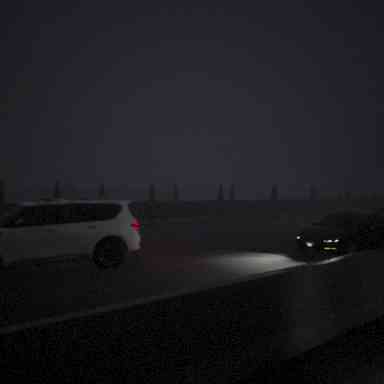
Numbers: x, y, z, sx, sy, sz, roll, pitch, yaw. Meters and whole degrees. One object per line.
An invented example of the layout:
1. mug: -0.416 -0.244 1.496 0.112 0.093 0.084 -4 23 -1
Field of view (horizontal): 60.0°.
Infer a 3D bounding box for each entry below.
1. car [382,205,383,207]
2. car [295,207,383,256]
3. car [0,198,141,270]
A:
1. car: 18.351 1.589 29.958 4.181 1.385 1.994 0 0 -35
2. car: 5.885 1.505 12.483 4.892 1.490 1.837 0 0 -35
3. car: -4.206 1.220 9.590 5.566 2.045 2.150 0 0 -35
